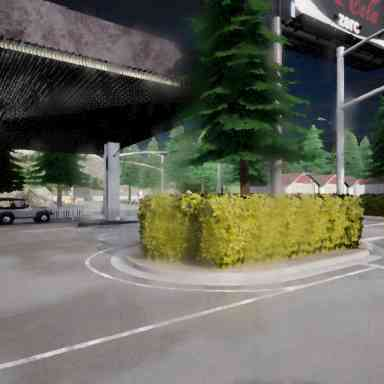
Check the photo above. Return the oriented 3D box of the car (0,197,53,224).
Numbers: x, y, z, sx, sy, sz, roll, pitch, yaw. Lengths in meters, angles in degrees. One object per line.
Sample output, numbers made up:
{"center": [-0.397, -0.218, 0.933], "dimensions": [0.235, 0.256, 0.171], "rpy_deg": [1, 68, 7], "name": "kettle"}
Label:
{"center": [-12.012, 1.313, 23.449], "dimensions": [3.866, 1.878, 1.905], "rpy_deg": [0, 0, -36], "name": "car"}
